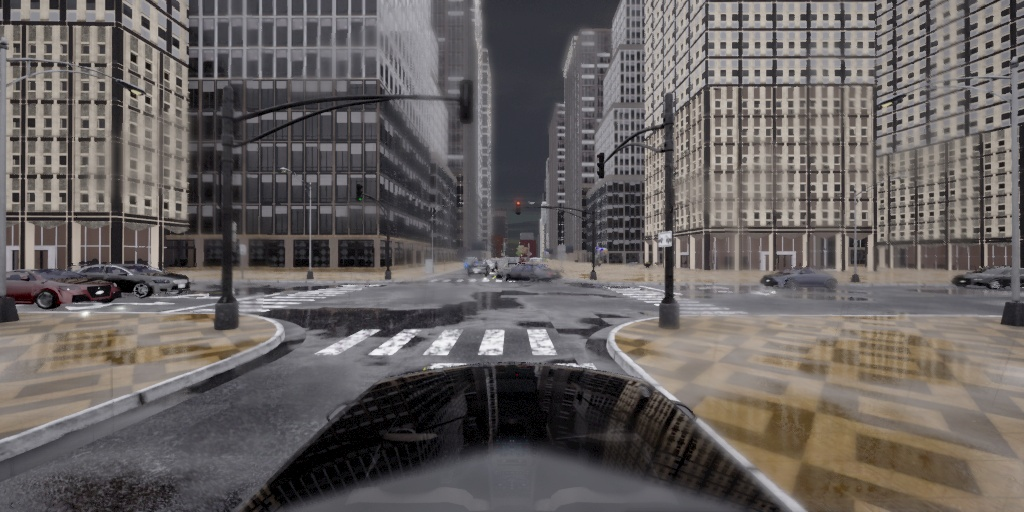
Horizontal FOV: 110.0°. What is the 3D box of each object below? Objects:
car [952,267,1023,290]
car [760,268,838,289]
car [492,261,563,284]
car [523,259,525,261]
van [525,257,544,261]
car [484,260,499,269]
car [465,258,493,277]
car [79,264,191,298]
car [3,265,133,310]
[{"bbox_3d":[33.058,1.514,24.401,4.892,1.490,1.837,1,0,-1],"label":"car"},{"bbox_3d":[19.204,1.483,24.096,4.181,1.385,1.994,0,0,-1],"label":"car"},{"bbox_3d":[1.255,1.297,26.968,5.357,1.411,2.033,0,0,43],"label":"car"},{"bbox_3d":[2.618,1.295,45.346,1.888,1.381,4.507,0,0,0],"label":"car"},{"bbox_3d":[2.687,1.090,39.808,1.690,1.789,3.998,0,0,0],"label":"van"},{"bbox_3d":[-3.145,1.297,56.448,2.033,1.411,5.357,0,0,0],"label":"car"},{"bbox_3d":[-3.231,1.241,35.642,2.128,1.511,4.902,0,0,0],"label":"car"},{"bbox_3d":[-17.809,1.108,16.625,4.902,1.511,2.128,0,0,-1],"label":"car"},{"bbox_3d":[-17.424,1.169,13.382,4.181,1.385,1.994,0,0,-1],"label":"car"}]
